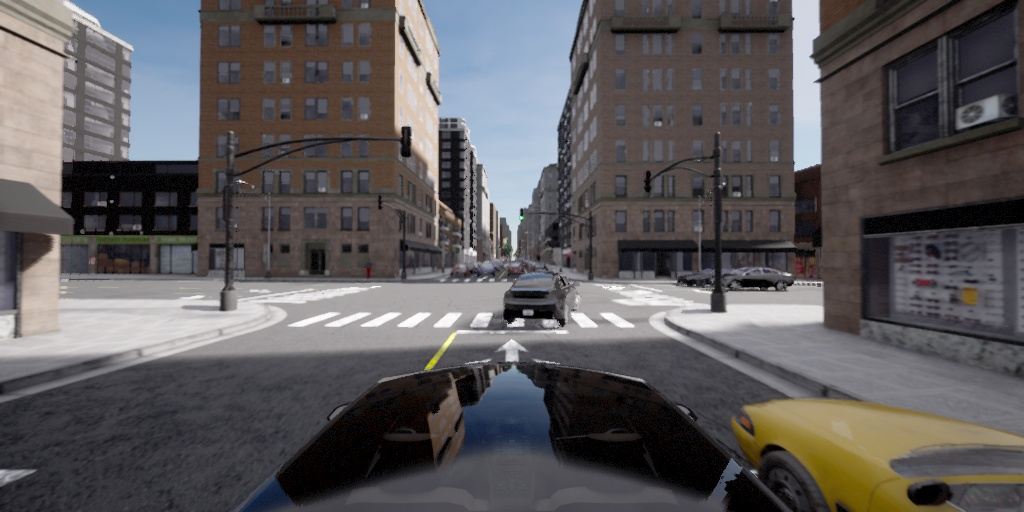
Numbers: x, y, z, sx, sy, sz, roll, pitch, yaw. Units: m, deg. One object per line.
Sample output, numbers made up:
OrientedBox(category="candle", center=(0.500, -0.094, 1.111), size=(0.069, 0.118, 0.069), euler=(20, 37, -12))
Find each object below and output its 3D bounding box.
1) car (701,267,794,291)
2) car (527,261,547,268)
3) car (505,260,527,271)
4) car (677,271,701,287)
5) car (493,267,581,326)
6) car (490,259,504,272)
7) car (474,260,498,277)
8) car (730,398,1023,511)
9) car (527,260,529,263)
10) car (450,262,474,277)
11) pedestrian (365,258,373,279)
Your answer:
OrientedBox(category="car", center=(15.466, 1.475, 23.296), size=(4.902, 1.511, 2.128), euler=(0, -1, 0))
OrientedBox(category="car", center=(2.984, 1.490, 38.522), size=(1.948, 1.339, 4.313), euler=(0, 0, 1))
OrientedBox(category="car", center=(0.432, 1.457, 39.873), size=(1.812, 1.442, 4.674), euler=(0, 0, 1))
OrientedBox(category="car", center=(15.200, 1.576, 26.546), size=(5.357, 1.411, 2.033), euler=(0, -1, 0))
OrientedBox(category="car", center=(1.123, 1.306, 12.130), size=(1.837, 1.490, 4.892), euler=(-1, 0, 16))
OrientedBox(category="car", center=(-2.608, 1.528, 50.842), size=(2.033, 1.411, 5.357), euler=(0, 0, 1))
OrientedBox(category="car", center=(-2.770, 1.454, 39.116), size=(1.812, 1.442, 4.674), euler=(0, 0, -1))
OrientedBox(category="car", center=(2.668, 1.271, 1.029), size=(1.751, 1.417, 4.829), euler=(0, 0, 0))
OrientedBox(category="car", center=(3.055, 1.495, 44.052), size=(1.888, 1.381, 4.507), euler=(0, 0, 1))
OrientedBox(category="car", center=(-5.541, 1.508, 38.627), size=(1.802, 1.307, 4.207), euler=(0, 0, 1))
OrientedBox(category="pedestrian", center=(-12.358, 1.039, 30.900), size=(0.375, 1.860, 0.375), euler=(0, -1, 0))
